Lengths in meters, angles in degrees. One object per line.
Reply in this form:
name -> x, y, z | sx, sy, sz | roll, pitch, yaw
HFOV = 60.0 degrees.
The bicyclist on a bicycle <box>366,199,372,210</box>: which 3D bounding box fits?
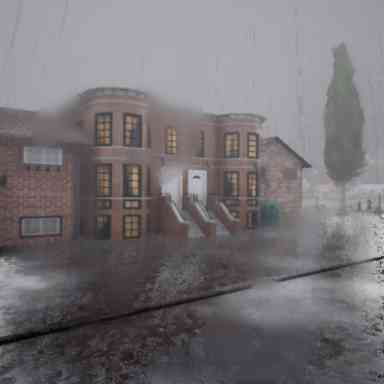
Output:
bicyclist on a bicycle -> 25.034, 1.791, 47.041 | 1.656, 1.620, 0.582 | 0, 0, -36
